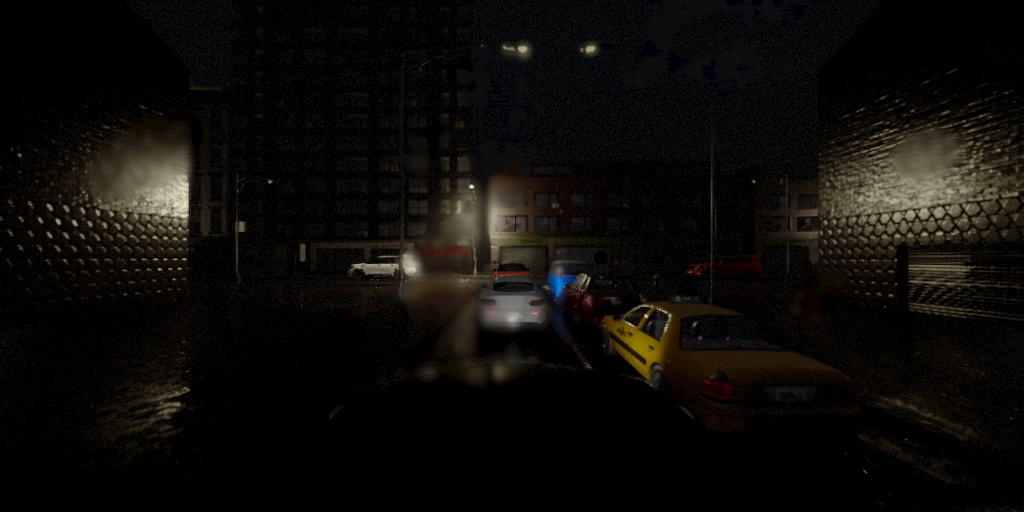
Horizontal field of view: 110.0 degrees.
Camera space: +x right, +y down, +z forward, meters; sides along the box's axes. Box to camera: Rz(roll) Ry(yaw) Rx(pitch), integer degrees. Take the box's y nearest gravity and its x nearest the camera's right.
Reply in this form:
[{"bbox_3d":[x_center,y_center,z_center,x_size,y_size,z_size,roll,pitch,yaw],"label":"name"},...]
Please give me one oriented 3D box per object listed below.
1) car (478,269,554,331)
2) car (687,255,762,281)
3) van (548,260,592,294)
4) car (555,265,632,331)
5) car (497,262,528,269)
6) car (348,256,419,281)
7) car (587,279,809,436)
[{"bbox_3d":[0.032,1.284,10.847,1.812,1.442,4.674,0,0,0],"label":"car"},{"bbox_3d":[17.626,0.981,29.871,5.566,2.045,2.150,0,0,0],"label":"car"},{"bbox_3d":[2.642,1.105,16.485,1.690,1.789,3.998,0,0,0],"label":"van"},{"bbox_3d":[2.640,1.198,11.010,1.967,1.591,4.097,0,0,0],"label":"car"},{"bbox_3d":[-0.062,1.119,20.392,2.097,1.767,4.553,0,0,-2],"label":"car"},{"bbox_3d":[-10.634,0.994,29.927,5.566,2.045,2.150,0,0,0],"label":"car"},{"bbox_3d":[2.639,1.278,5.706,1.751,1.417,4.829,0,0,0],"label":"car"}]
